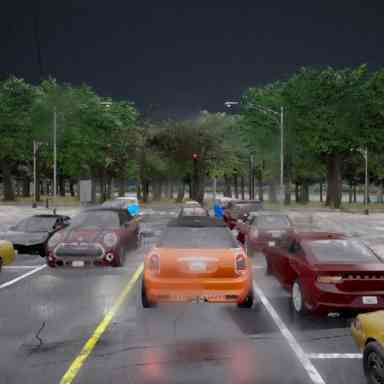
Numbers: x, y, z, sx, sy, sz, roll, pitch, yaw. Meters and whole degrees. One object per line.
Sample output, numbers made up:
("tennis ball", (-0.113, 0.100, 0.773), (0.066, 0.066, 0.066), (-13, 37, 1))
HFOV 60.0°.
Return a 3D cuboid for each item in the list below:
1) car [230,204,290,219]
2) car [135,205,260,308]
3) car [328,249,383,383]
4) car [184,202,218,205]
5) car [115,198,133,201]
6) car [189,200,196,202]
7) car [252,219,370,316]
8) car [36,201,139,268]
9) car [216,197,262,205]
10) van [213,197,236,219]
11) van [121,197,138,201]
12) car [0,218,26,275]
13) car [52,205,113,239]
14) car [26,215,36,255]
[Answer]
("car", (2.772, 1.441, 12.836), (1.967, 1.590, 4.097), (0, 0, 0))
("car", (0.106, 1.352, 8.071), (2.097, 1.767, 4.553), (0, 0, 0))
("car", (2.762, 1.525, 2.131), (1.752, 1.417, 4.829), (0, 0, 0))
("car", (0.113, 1.493, 17.285), (2.128, 1.511, 4.902), (0, 0, 0))
("car", (-5.743, 1.443, 23.719), (1.967, 1.590, 4.097), (0, 0, 0))
("car", (0.022, 1.461, 27.230), (1.801, 1.575, 5.366), (0, 0, 1))
("car", (2.767, 1.545, 7.399), (1.887, 1.381, 4.507), (0, 0, 0))
("car", (-3.082, 1.352, 11.262), (2.097, 1.767, 4.553), (0, 0, 0))
("car", (2.777, 1.317, 18.274), (2.192, 1.841, 5.009), (0, 0, 0))
("van", (2.787, 1.346, 29.149), (1.690, 1.788, 3.998), (0, 0, 0))
("van", (-5.738, 1.346, 29.157), (1.690, 1.788, 3.998), (0, 0, 0))
("car", (-5.758, 1.525, 7.237), (1.752, 1.417, 4.829), (0, 0, 0))
("car", (-5.748, 1.527, 18.112), (1.752, 1.417, 4.829), (0, 0, 0))
("car", (-5.753, 1.567, 12.844), (1.947, 1.339, 4.313), (0, 0, 0))
